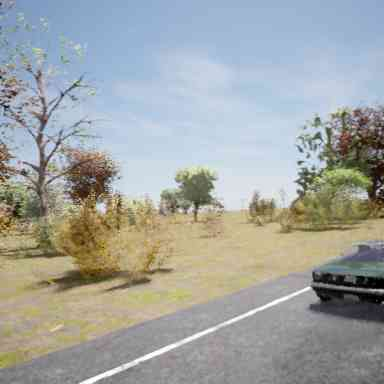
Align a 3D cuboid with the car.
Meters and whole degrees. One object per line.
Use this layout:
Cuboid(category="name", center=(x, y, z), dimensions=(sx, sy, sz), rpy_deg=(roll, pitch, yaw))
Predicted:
Cuboid(category="car", center=(4.903, 1.952, 8.615), dimensions=(4.718, 1.301, 1.895), rpy_deg=(1, -5, -45))
